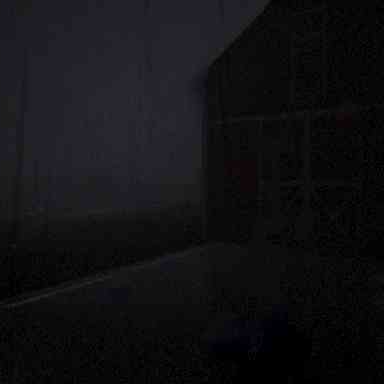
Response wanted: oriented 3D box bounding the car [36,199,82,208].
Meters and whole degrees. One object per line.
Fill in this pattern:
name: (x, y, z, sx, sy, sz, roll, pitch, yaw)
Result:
car: (-11.368, 1.287, 28.847, 1.994, 1.385, 4.181, 1, 0, 30)
